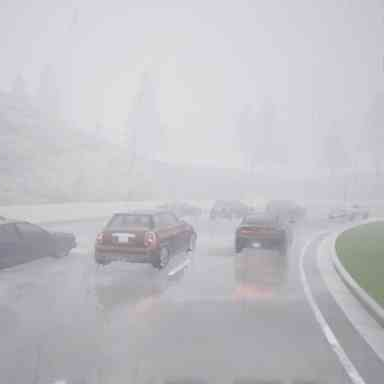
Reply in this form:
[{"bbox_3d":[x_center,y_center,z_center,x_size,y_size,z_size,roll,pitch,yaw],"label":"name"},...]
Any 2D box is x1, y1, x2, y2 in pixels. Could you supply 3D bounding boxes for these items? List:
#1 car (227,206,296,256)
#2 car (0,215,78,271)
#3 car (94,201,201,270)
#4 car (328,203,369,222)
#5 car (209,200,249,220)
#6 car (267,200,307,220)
[{"bbox_3d":[3.028,1.542,13.548,1.837,1.490,4.892,0,0,20],"label":"car"},{"bbox_3d":[-5.574,1.531,9.717,2.033,1.411,5.357,0,0,14],"label":"car"},{"bbox_3d":[-1.357,1.362,11.422,2.097,1.767,4.553,0,0,16],"label":"car"},{"bbox_3d":[13.077,1.638,27.801,4.674,1.442,1.812,0,0,-42],"label":"car"},{"bbox_3d":[3.396,1.411,27.592,2.097,1.767,4.553,0,0,38],"label":"car"},{"bbox_3d":[7.705,1.434,27.308,2.097,1.767,4.553,0,0,41],"label":"car"}]
